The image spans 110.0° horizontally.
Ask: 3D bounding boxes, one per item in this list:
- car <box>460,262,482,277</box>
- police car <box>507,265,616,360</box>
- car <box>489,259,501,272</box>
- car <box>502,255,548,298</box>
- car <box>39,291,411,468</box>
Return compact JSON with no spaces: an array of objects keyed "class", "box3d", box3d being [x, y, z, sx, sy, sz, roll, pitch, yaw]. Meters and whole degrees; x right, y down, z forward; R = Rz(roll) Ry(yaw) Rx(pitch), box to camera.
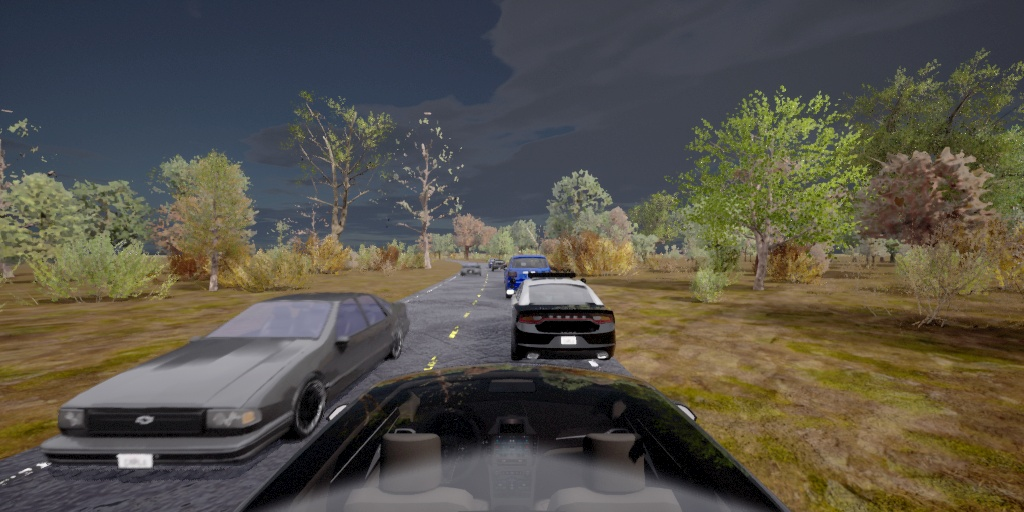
[{"class":"car","box3d":[-3.973,1.313,35.202,1.994,1.385,4.181,0,0,-4]},{"class":"police car","box3d":[0.908,1.174,8.443,1.930,1.638,5.238,0,0,0]},{"class":"car","box3d":[-1.737,1.254,46.942,1.837,1.490,4.892,0,0,-5]},{"class":"car","box3d":[0.736,0.972,18.411,2.150,2.045,5.566,0,0,-2]},{"class":"car","box3d":[-3.101,1.297,5.610,2.033,1.411,5.357,0,0,0]}]
